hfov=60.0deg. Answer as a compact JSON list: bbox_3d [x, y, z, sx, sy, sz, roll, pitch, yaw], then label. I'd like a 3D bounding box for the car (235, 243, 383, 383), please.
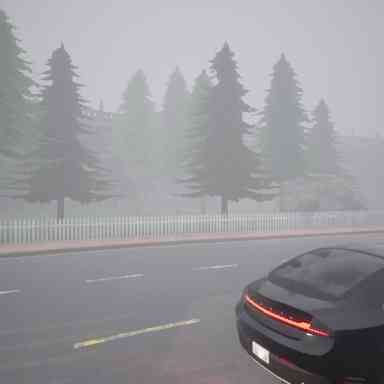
[{"bbox_3d":[2.945,1.505,4.679,4.892,1.490,1.837,0,0,-25],"label":"car"}]
